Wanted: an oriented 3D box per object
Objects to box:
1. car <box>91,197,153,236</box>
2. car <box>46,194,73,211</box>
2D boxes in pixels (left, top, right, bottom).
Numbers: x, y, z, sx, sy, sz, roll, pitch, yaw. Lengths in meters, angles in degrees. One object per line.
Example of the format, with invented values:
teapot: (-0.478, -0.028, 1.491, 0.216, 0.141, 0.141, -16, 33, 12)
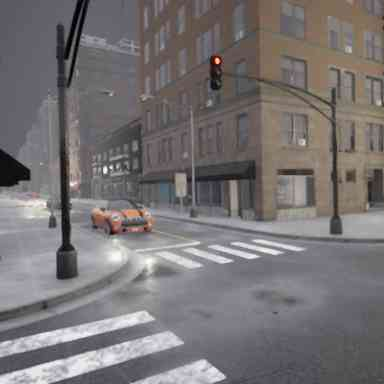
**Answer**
car: (-3.727, 1.118, 17.161, 2.097, 1.767, 4.553, -2, 1, -30)
car: (-13.797, 1.005, 34.555, 2.097, 1.767, 4.553, -2, 1, -30)
